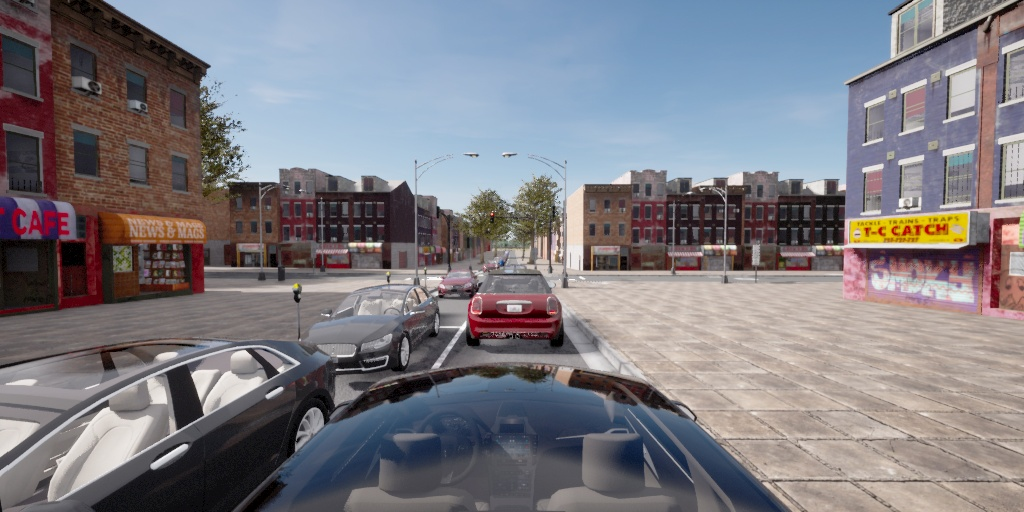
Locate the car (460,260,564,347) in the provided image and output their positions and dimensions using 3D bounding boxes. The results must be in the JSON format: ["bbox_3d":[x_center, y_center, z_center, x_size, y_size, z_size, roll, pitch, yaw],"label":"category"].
[{"bbox_3d":[0.111,1.100,9.512,2.097,1.767,4.553,0,0,2],"label":"car"}]

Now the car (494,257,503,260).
[{"bbox_3d":[-2.566,1.235,45.138,1.967,1.591,4.097,0,0,0],"label":"car"}]

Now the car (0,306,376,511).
[{"bbox_3d":[-2.640,1.300,2.020,2.007,1.370,4.403,0,0,0],"label":"car"}]

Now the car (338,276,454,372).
[{"bbox_3d":[-2.630,1.298,7.469,2.007,1.370,4.403,0,0,0],"label":"car"}]

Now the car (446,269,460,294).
[{"bbox_3d":[-2.612,1.333,18.363,1.802,1.307,4.207,0,0,0],"label":"car"}]
